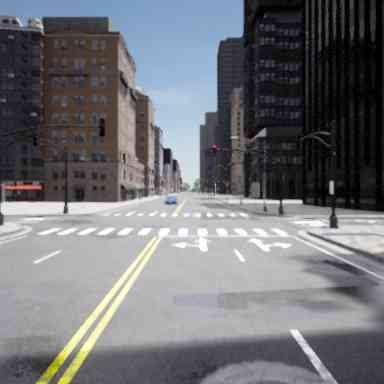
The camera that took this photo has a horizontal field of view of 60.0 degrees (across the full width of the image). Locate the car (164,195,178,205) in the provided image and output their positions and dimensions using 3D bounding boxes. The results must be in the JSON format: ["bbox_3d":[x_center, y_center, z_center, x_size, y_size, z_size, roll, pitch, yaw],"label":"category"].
[{"bbox_3d":[-3.230,1.262,51.276,1.882,1.535,5.008,0,1,0],"label":"car"}]
